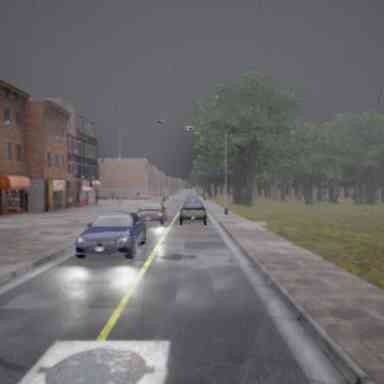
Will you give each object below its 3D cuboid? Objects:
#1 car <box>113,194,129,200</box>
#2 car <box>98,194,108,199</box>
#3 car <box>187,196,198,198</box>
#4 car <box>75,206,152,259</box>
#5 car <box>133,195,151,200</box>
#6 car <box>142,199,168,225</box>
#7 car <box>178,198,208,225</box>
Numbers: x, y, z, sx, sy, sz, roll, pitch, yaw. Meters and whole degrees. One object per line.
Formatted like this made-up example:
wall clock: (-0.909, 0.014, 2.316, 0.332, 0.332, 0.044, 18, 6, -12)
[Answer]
car: (-18.610, 1.181, 87.598, 4.097, 1.590, 1.967, 0, 1, 0)
car: (-24.151, 1.289, 87.569, 4.206, 1.307, 1.802, 0, 1, 0)
car: (0.099, 1.235, 42.487, 2.097, 1.767, 4.553, 0, 0, 0)
car: (-2.825, 1.471, 12.519, 1.812, 1.442, 4.674, 0, 1, 0)
car: (-13.240, 1.298, 87.630, 4.829, 1.417, 1.752, 0, 1, 0)
car: (-2.743, 1.430, 23.442, 1.812, 1.442, 4.674, 0, 0, 0)
car: (0.086, 1.394, 23.288, 2.128, 1.511, 4.902, 0, 0, 0)
